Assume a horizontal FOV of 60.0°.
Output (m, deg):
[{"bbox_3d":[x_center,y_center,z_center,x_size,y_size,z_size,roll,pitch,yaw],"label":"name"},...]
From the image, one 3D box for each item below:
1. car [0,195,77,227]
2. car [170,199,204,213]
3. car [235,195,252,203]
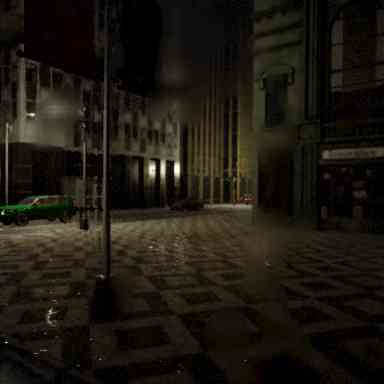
[{"bbox_3d":[-11.137,1.279,24.191,2.150,2.045,5.566,1,1,35],"label":"car"},{"bbox_3d":[-0.550,1.601,39.205,1.882,1.535,5.008,1,0,35],"label":"car"},{"bbox_3d":[8.430,1.135,51.776,2.097,1.767,4.553,1,0,35],"label":"car"}]
